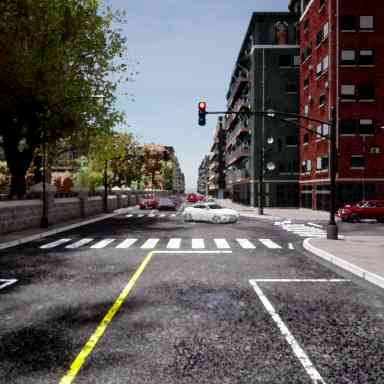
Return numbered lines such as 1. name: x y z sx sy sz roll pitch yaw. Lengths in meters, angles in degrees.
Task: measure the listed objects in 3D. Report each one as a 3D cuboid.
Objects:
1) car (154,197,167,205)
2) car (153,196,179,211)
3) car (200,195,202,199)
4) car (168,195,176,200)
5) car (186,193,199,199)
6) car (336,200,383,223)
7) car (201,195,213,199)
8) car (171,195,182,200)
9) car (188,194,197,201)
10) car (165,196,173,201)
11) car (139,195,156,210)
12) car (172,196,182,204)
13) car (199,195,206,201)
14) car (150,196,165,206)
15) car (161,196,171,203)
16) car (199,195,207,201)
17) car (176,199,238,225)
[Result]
1. car: -5.660 1.566 60.542 1.887 1.381 4.507 0 0 0
2. car: -3.077 1.554 40.365 2.033 1.411 5.357 0 0 0
3. car: 2.718 1.561 55.003 1.887 1.381 4.507 0 0 0
4. car: -5.642 1.579 93.583 1.752 1.417 4.829 0 0 0
5. car: 0.039 1.250 69.281 2.150 2.045 5.566 0 0 0
6. car: 14.631 1.591 27.353 5.009 1.841 2.192 1 -1 0
7. car: 2.715 1.538 49.638 1.752 1.417 4.829 0 0 0
8. car: -3.056 1.494 54.056 1.882 1.535 5.008 0 0 0
9. car: 0.044 1.305 79.641 2.097 1.767 4.553 0 0 0
10. car: -5.647 1.623 82.683 1.802 1.307 4.206 0 0 0
11. car: -5.669 1.324 43.937 2.192 1.841 5.009 0 0 0
12. car: -2.974 1.552 66.551 1.812 1.442 4.674 0 0 0
13. car: 2.736 1.592 88.214 1.887 1.381 4.507 0 0 0
14. car: -5.663 1.457 55.007 1.967 1.590 4.097 0 0 0
15. car: -5.654 1.612 71.612 1.802 1.307 4.206 0 0 0
16. car: 2.733 1.586 82.679 1.887 1.381 4.507 0 0 0
17. car: 1.243 1.527 24.561 4.674 1.442 1.812 0 1 45
